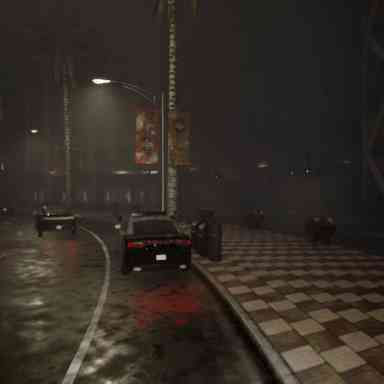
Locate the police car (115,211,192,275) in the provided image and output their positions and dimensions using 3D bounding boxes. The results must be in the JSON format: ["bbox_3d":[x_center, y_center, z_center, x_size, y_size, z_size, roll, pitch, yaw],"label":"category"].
[{"bbox_3d":[-1.414,1.423,10.777,1.930,1.638,5.238,0,0,-15],"label":"police car"}]

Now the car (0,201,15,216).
[{"bbox_3d":[-18.571,1.545,31.554,4.181,1.385,1.994,0,0,39],"label":"car"}]

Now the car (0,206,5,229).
[{"bbox_3d":[-10.680,1.590,16.660,1.895,1.301,4.718,0,0,-28],"label":"car"}]

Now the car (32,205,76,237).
[{"bbox_3d":[-7.631,1.485,18.338,2.128,1.511,4.902,0,0,-28],"label":"car"}]
